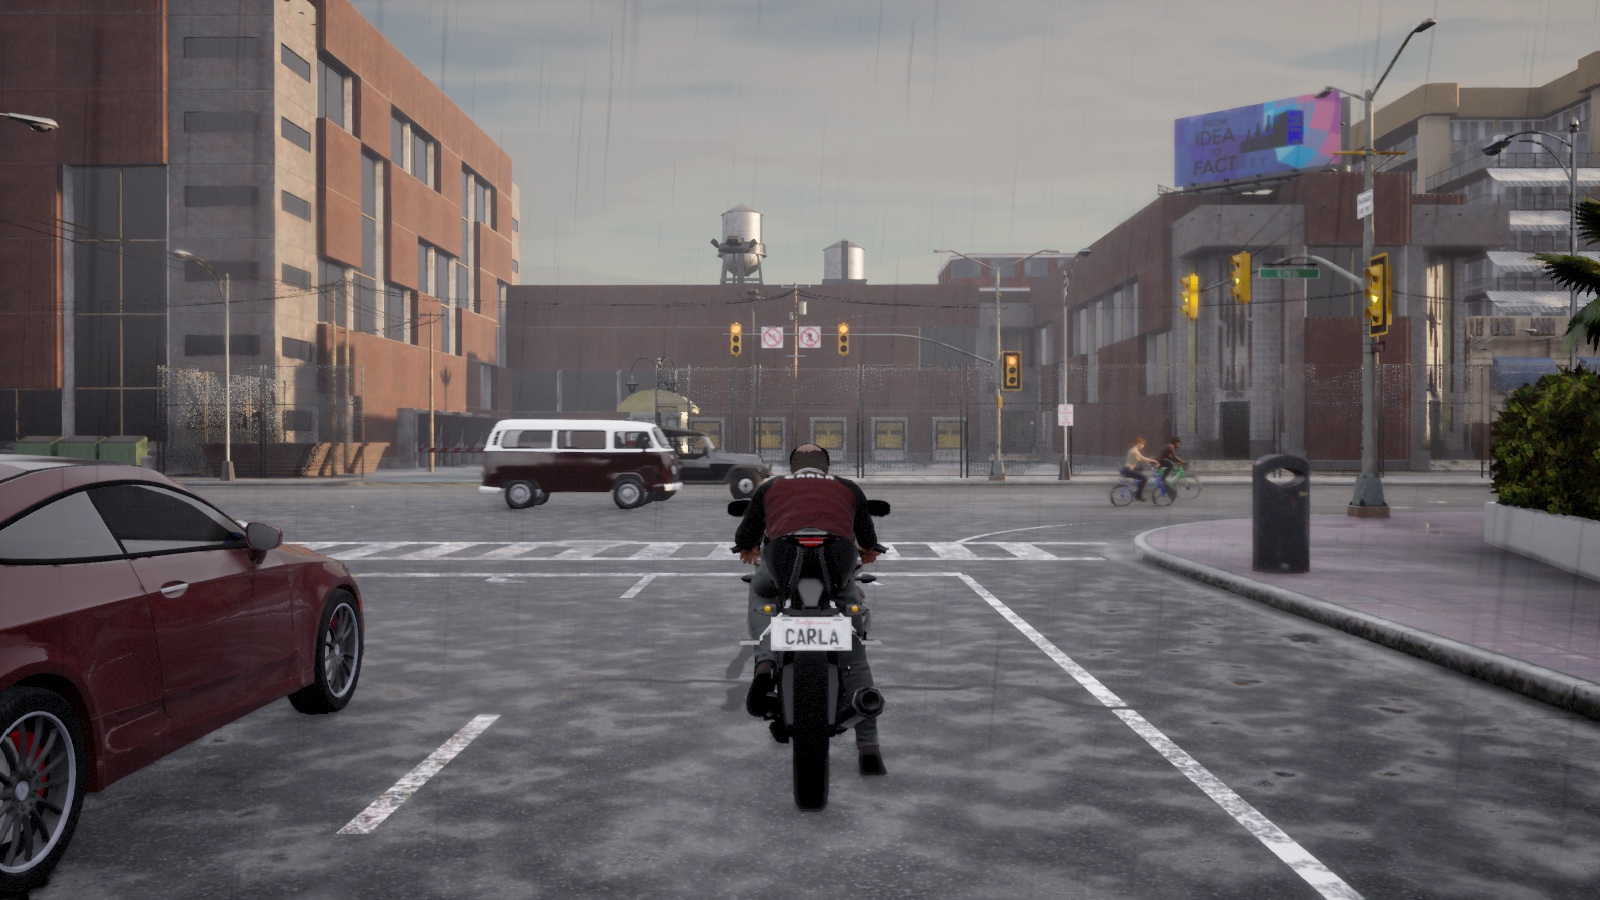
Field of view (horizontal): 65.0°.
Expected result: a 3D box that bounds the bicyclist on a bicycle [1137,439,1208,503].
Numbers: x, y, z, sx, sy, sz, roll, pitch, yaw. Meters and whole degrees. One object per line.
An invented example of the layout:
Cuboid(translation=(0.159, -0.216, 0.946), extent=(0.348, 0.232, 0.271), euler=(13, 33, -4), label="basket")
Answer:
Cuboid(translation=(9.554, 0.525, 32.236), extent=(1.656, 1.620, 0.582), euler=(0, 0, 1), label="bicyclist on a bicycle")

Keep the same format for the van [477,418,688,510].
Cuboid(translation=(-4.930, 0.303, 28.941), extent=(4.480, 2.038, 2.069), euler=(0, 0, 1), label="van")

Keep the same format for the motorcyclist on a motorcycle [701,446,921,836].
Cuboid(translation=(0.045, 0.747, 6.037), extent=(0.866, 1.530, 2.191), euler=(0, 0, 0), label="motorcyclist on a motorcycle")

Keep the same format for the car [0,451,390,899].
Cuboid(translation=(-3.445, 0.739, 5.441), extent=(1.812, 1.442, 4.674), euler=(0, 0, 0), label="car")

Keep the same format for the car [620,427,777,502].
Cuboid(translation=(-2.566, 0.357, 32.410), extent=(3.866, 1.878, 1.905), euler=(0, 0, 1), label="car")

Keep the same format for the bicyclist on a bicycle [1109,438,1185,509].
Cuboid(translation=(7.933, 0.527, 28.760), extent=(1.509, 1.612, 0.866), euler=(0, 0, 1), label="bicyclist on a bicycle")
